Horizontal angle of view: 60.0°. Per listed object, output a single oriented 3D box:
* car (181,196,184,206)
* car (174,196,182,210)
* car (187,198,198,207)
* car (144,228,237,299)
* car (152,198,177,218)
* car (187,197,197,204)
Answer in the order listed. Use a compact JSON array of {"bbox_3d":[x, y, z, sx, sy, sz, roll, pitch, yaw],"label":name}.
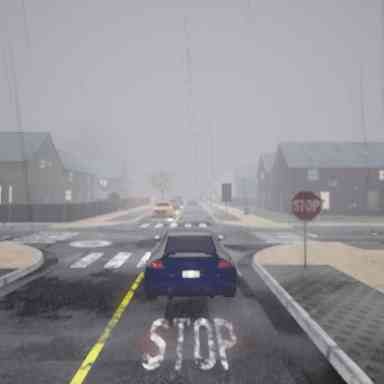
[{"bbox_3d":[-2.719,1.749,65.500,2.150,2.045,5.566,0,-1,0],"label":"car"},{"bbox_3d":[-2.820,1.753,47.462,1.882,1.535,5.008,0,-1,0],"label":"car"},{"bbox_3d":[0.084,1.970,61.380,1.994,1.385,4.181,0,-1,1],"label":"car"},{"bbox_3d":[-0.069,1.597,8.551,1.994,1.385,4.181,0,0,-1],"label":"car"},{"bbox_3d":[-2.831,1.647,32.838,1.882,1.535,5.008,0,0,0],"label":"car"},{"bbox_3d":[0.033,1.884,71.361,2.033,1.411,5.357,0,-1,0],"label":"car"}]
